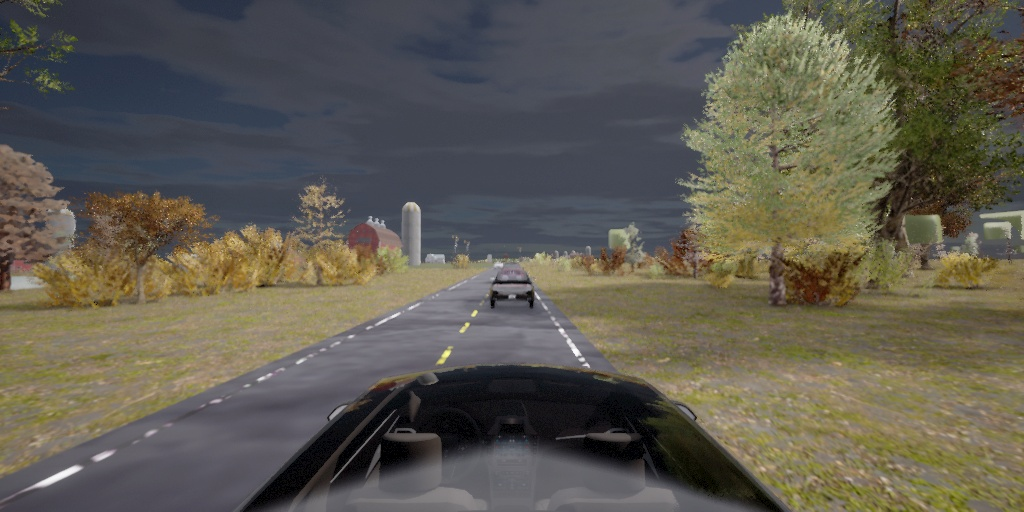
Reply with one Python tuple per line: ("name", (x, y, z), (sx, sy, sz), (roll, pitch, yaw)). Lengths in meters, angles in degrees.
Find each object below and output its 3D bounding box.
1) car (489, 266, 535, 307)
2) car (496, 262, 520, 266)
("car", (0.006, 1.378, 16.191), (2.128, 1.511, 4.902), (0, 0, 0))
("car", (0.007, 1.377, 30.983), (2.097, 1.767, 4.553), (0, -1, 0))
